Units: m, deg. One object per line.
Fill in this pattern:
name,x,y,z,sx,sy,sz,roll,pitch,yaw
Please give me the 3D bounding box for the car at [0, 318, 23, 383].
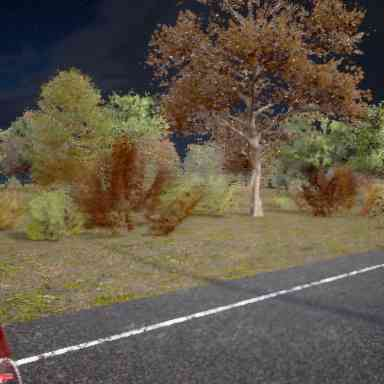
car,-3.336,1.349,1.643,4.553,1.767,2.097,0,0,-35
